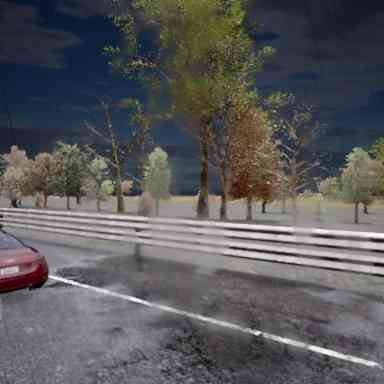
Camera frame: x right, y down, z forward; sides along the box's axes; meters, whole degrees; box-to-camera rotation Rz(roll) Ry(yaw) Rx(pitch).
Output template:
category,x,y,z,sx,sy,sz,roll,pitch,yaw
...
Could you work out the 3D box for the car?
category,x,y,z,sx,sy,sz,roll,pitch,yaw
car,-5.261,1.533,7.845,4.181,1.385,1.994,0,0,36
